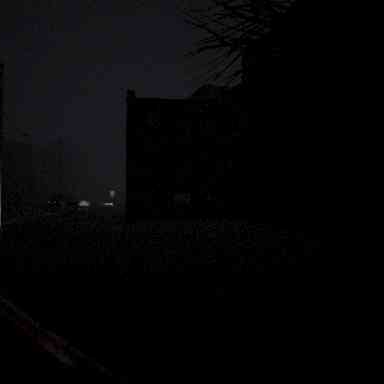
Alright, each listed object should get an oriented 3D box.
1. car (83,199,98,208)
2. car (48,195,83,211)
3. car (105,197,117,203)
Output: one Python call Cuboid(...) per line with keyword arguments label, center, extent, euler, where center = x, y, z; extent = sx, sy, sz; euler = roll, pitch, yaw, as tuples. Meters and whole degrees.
Cuboid(label="car", center=(-16.523, 1.777, 53.217), extent=(1.812, 1.442, 4.674), euler=(1, 0, 2))
Cuboid(label="car", center=(-16.750, 1.398, 43.498), extent=(2.150, 2.045, 5.566), euler=(1, 0, 2))
Cuboid(label="car", center=(-19.268, 1.883, 79.318), extent=(2.128, 1.511, 4.902), euler=(1, 0, 2))
